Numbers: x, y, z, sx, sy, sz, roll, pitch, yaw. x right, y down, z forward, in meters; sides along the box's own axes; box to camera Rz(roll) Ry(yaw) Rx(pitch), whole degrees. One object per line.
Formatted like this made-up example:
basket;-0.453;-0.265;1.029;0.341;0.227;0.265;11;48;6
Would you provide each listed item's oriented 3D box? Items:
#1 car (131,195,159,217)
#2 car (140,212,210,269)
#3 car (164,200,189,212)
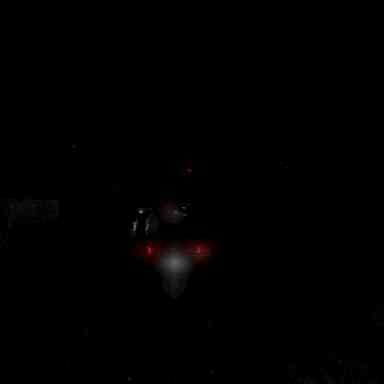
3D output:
car;-4.270;1.348;29.613;2.128;1.511;4.902;0;0;-2
car;-0.528;1.560;10.951;1.895;1.301;4.718;0;0;-2
car;-1.260;1.383;27.072;2.128;1.511;4.902;0;0;-2
